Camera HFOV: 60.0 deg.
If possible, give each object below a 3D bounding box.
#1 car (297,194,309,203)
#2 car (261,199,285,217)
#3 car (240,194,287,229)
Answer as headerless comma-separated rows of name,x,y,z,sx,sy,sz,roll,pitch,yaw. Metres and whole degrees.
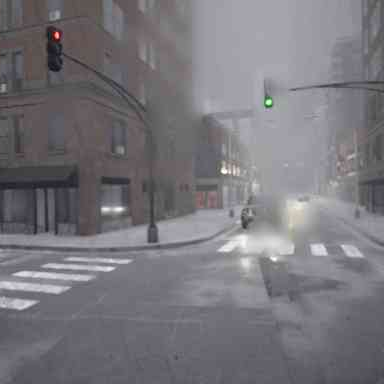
car,19.595,1.123,58.628,2.128,1.511,4.902,-1,0,17
car,7.445,1.387,30.391,1.812,1.442,4.674,-1,0,18
car,4.578,1.136,21.151,2.150,2.045,5.566,-1,0,19
